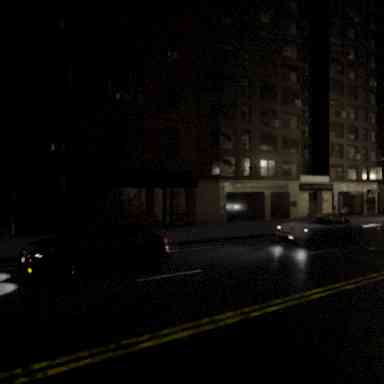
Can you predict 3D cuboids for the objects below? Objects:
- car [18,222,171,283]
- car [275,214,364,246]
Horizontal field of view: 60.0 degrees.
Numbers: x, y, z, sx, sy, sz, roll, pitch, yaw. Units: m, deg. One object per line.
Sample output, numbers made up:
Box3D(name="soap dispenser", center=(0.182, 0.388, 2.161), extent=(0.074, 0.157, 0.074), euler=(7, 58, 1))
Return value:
Box3D(name="car", center=(-2.717, 1.588, 9.736), extent=(4.181, 1.385, 1.994), euler=(1, 0, -36))
Box3D(name="car", center=(6.206, 1.740, 16.066), extent=(4.718, 1.301, 1.895), euler=(1, 0, -35))
